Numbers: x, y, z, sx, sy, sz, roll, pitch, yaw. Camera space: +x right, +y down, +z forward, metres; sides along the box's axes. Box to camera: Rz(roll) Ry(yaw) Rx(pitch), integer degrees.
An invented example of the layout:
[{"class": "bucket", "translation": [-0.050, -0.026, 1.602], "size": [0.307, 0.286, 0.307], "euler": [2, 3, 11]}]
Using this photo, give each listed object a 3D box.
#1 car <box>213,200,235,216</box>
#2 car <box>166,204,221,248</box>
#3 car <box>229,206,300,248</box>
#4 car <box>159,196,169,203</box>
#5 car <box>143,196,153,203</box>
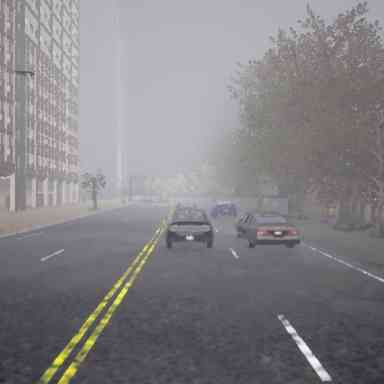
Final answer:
[{"class": "car", "translation": [2.738, 1.442, 29.844], "size": [1.882, 1.535, 5.008], "euler": [-3, -1, -2]}, {"class": "car", "translation": [-0.120, 1.493, 14.706], "size": [2.128, 1.511, 4.902], "euler": [0, 0, -1]}, {"class": "car", "translation": [3.130, 1.561, 14.757], "size": [2.033, 1.411, 5.357], "euler": [0, 0, -1]}, {"class": "car", "translation": [-5.726, 1.507, 67.872], "size": [2.128, 1.511, 4.902], "euler": [0, 0, -4]}, {"class": "car", "translation": [-8.956, 1.515, 67.509], "size": [1.812, 1.442, 4.674], "euler": [0, 0, -4]}]
